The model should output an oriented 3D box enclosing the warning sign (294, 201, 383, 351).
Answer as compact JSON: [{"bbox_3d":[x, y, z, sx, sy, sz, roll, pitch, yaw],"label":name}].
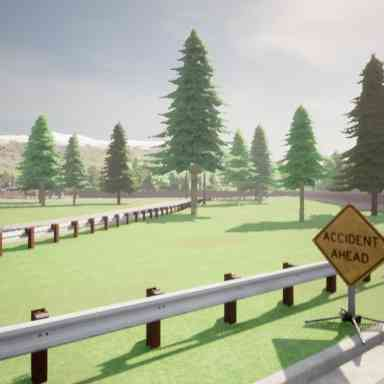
[{"bbox_3d":[2.421,1.087,5.043,1.060,1.860,1.300,0,0,-36],"label":"warning sign"}]
